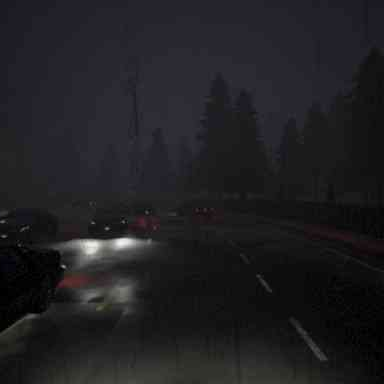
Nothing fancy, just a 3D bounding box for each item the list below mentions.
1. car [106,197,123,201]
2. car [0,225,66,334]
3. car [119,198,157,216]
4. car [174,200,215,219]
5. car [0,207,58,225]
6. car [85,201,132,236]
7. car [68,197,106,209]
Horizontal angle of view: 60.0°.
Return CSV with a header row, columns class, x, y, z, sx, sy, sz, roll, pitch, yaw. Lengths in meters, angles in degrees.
class,x,y,z,sx,sy,sz,roll,pitch,yaw
car,-9.849,1.328,42.938,1.812,1.442,4.674,0,0,-45
car,-3.607,1.525,4.829,2.033,1.411,5.357,0,0,0
car,-4.860,1.461,30.430,1.895,1.301,4.718,0,0,-27
car,0.105,1.418,28.157,2.033,1.411,5.357,0,0,-22
car,-7.605,1.454,15.391,1.812,1.442,4.674,0,0,-6
car,-4.362,1.442,18.017,1.812,1.442,4.674,0,0,-9
car,-13.455,1.356,41.623,5.357,1.411,2.033,0,0,43
